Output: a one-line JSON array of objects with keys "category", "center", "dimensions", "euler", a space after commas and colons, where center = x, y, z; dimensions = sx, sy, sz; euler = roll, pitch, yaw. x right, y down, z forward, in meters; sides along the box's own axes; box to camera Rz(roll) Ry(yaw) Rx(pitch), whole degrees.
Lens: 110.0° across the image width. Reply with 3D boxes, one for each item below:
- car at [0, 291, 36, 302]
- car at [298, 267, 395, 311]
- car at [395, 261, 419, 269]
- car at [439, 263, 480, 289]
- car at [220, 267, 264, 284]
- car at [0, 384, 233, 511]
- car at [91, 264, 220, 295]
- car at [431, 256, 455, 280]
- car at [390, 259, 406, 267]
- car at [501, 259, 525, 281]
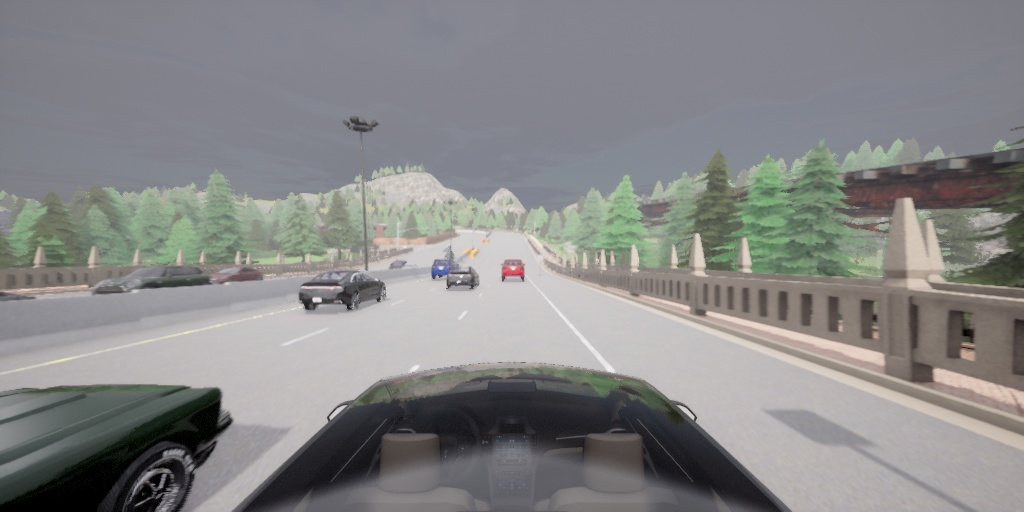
[{"category": "car", "center": [-14.098, 1.360, 8.239], "dimensions": [1.994, 1.385, 4.181], "euler": [0, -1, 0]}, {"category": "car", "center": [-6.898, 1.366, 15.113], "dimensions": [2.128, 1.511, 4.902], "euler": [0, -1, 0]}, {"category": "car", "center": [-14.063, 1.781, 49.388], "dimensions": [1.812, 1.442, 4.674], "euler": [0, 0, 0]}, {"category": "car", "center": [-3.397, 1.484, 25.301], "dimensions": [2.128, 1.511, 4.902], "euler": [0, -1, 0]}, {"category": "car", "center": [-21.090, 1.545, 27.381], "dimensions": [1.812, 1.442, 4.674], "euler": [0, -1, 0]}, {"category": "car", "center": [-3.400, 1.352, 1.000], "dimensions": [1.895, 1.301, 4.718], "euler": [0, 0, 0]}, {"category": "car", "center": [-17.593, 1.260, 17.833], "dimensions": [2.097, 1.767, 4.553], "euler": [0, -1, 0]}, {"category": "car", "center": [-6.894, 1.355, 37.391], "dimensions": [2.150, 2.045, 5.566], "euler": [0, -1, 0]}, {"category": "car", "center": [-17.531, 1.730, 55.724], "dimensions": [2.033, 1.411, 5.357], "euler": [0, 1, 1]}, {"category": "car", "center": [0.104, 1.331, 35.398], "dimensions": [2.150, 2.045, 5.566], "euler": [0, -1, 0]}]
